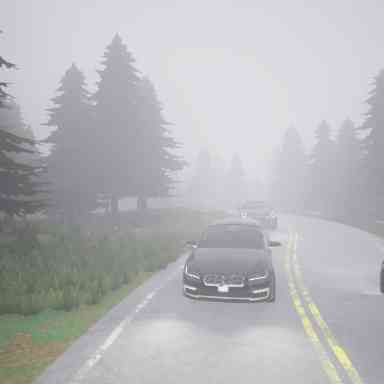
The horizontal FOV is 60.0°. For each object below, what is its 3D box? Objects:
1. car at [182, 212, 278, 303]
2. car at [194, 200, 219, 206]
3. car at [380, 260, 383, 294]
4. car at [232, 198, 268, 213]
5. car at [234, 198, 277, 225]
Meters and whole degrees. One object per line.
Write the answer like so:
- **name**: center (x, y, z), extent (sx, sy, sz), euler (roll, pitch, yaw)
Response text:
- **car**: center (1.081, 1.496, 8.400), extent (1.837, 1.490, 4.892), euler (-1, 0, 12)
- **car**: center (1.868, 1.799, 44.849), extent (1.812, 1.442, 4.674), euler (3, -5, -35)
- **car**: center (4.488, 1.309, 4.634), extent (2.097, 1.767, 4.553), euler (-1, 0, 8)
- **car**: center (6.162, 1.411, 35.728), extent (1.837, 1.490, 4.892), euler (2, -1, -16)
- **car**: center (3.853, 1.271, 20.356), extent (2.097, 1.767, 4.553), euler (-1, 0, 5)
